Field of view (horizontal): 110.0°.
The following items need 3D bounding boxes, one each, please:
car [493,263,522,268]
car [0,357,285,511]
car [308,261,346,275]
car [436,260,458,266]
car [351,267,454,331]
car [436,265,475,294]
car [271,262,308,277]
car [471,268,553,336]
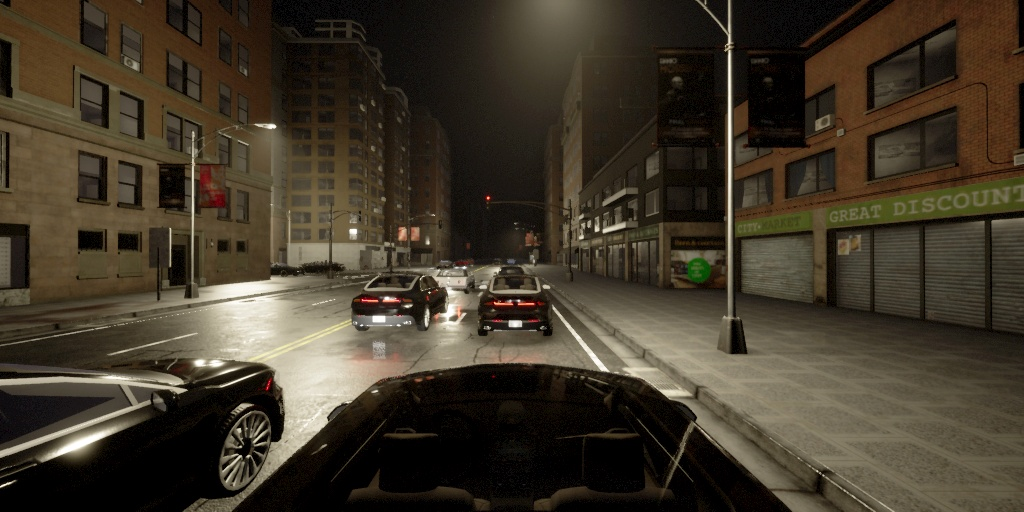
[{"bbox_3d":[-0.036,1.278,19.628,1.812,1.442,4.674,0,0,0],"label":"car"},{"bbox_3d":[-3.153,1.242,1.574,2.128,1.511,4.902,0,0,0],"label":"car"},{"bbox_3d":[-19.991,1.258,37.389,4.902,1.511,2.128,0,0,0],"label":"car"},{"bbox_3d":[-9.957,1.318,53.621,2.033,1.411,5.357,0,0,0],"label":"car"},{"bbox_3d":[-3.171,1.256,10.962,1.837,1.490,4.892,0,0,0],"label":"car"},{"bbox_3d":[-3.190,1.354,20.275,1.895,1.301,4.718,0,0,0],"label":"car"},{"bbox_3d":[-22.612,1.316,34.555,4.181,1.385,1.994,0,0,0],"label":"car"},{"bbox_3d":[0.081,1.256,10.372,1.837,1.490,4.892,0,0,0],"label":"car"}]
